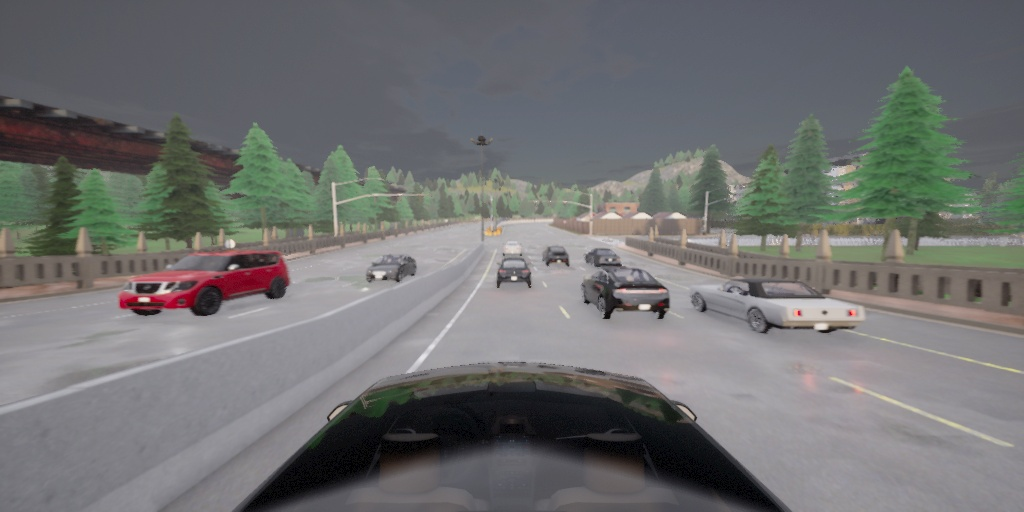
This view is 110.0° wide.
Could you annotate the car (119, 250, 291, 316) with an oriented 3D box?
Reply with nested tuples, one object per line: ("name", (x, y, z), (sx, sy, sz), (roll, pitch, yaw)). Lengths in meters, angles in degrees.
("car", (-10.567, 0.819, 13.064), (2.150, 2.045, 5.566), (0, 2, 0))

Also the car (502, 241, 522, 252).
("car", (0.030, -0.814, 35.937), (1.812, 1.442, 4.674), (0, 6, 0))

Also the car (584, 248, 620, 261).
("car", (7.071, 0.073, 28.359), (2.033, 1.411, 5.357), (0, 6, 0))

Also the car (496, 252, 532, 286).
("car", (0.101, 0.772, 19.792), (1.812, 1.442, 4.674), (0, 4, 0))

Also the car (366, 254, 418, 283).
("car", (-6.994, 0.651, 21.238), (2.128, 1.511, 4.902), (0, 4, 0))

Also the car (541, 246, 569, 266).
("car", (3.561, -0.107, 29.651), (1.837, 1.490, 4.892), (0, 6, 0))

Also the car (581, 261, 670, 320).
("car", (3.605, 1.114, 12.158), (2.128, 1.511, 4.902), (0, 2, 0))

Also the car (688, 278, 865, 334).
("car", (7.104, 1.277, 10.445), (1.895, 1.301, 4.718), (0, 2, 0))
